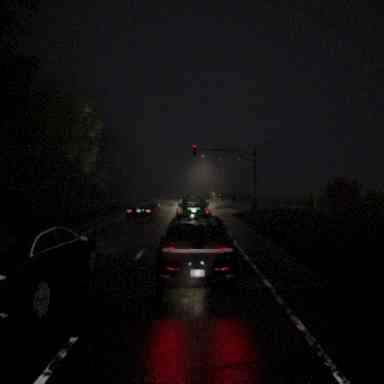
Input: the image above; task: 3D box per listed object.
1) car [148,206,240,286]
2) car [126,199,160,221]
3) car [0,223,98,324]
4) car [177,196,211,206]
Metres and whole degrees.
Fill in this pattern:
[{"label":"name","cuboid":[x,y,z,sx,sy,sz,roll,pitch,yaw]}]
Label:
[{"label":"car","cuboid":[0.103,1.358,8.999,2.128,1.511,4.902,0,1,0]},{"label":"car","cuboid":[-3.398,1.201,23.680,2.033,1.411,5.357,0,1,0]},{"label":"car","cuboid":[-3.401,1.388,6.928,2.128,1.511,4.902,0,1,0]},{"label":"car","cuboid":[0.101,1.045,20.932,2.097,1.767,4.553,0,1,0]}]
